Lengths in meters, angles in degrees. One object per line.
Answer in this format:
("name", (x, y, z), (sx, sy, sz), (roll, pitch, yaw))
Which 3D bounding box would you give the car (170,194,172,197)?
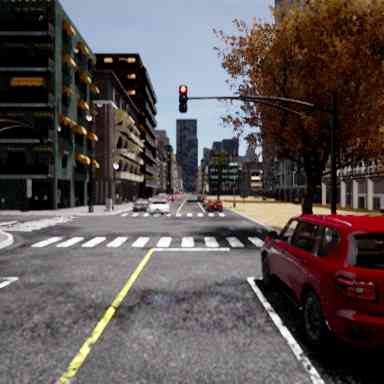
("car", (-5.893, 1.499, 71.730), (1.802, 1.307, 4.206), (0, 0, 0))

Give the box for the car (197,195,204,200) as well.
("car", (2.424, 1.464, 93.884), (2.008, 1.369, 4.403), (0, 0, 0))

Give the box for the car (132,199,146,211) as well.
("car", (-5.798, 1.491, 38.534), (2.008, 1.369, 4.403), (0, 0, 0))

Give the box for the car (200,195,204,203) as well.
("car", (2.550, 1.456, 49.793), (1.752, 1.417, 4.829), (0, 0, 0))

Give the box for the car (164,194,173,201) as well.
("car", (-5.925, 1.354, 82.795), (1.967, 1.590, 4.097), (0, 0, 0))

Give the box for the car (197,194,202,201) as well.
("car", (2.503, 1.503, 66.220), (1.802, 1.307, 4.206), (0, 0, 0))

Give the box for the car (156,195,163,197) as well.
("car", (-5.830, 1.481, 49.600), (2.008, 1.369, 4.403), (0, 0, 0))

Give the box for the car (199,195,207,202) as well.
("car", (2.471, 1.440, 77.456), (1.752, 1.417, 4.829), (0, 0, 0))

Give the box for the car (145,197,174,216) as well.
("car", (-3.090, 1.483, 32.429), (1.812, 1.442, 4.674), (0, 0, 0))

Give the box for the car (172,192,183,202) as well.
("car", (-3.204, 1.081, 72.032), (2.150, 2.045, 5.566), (0, 0, 0))

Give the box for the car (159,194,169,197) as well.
("car", (-5.861, 1.364, 60.665), (1.967, 1.590, 4.097), (0, 0, 0))

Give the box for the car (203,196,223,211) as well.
("car", (2.582, 1.485, 38.558), (1.887, 1.381, 4.507), (0, 0, 0))

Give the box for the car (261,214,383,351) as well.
("car", (2.675, 1.304, 6.169), (2.192, 1.841, 5.009), (0, 0, 0))

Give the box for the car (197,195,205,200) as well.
("car", (2.440, 1.458, 88.352), (1.887, 1.381, 4.507), (0, 0, 0))
